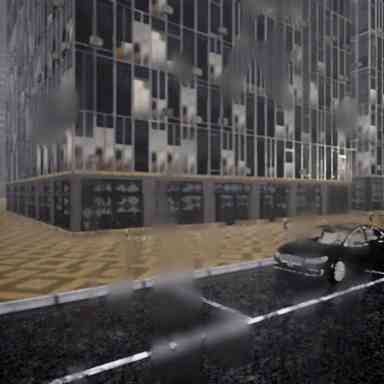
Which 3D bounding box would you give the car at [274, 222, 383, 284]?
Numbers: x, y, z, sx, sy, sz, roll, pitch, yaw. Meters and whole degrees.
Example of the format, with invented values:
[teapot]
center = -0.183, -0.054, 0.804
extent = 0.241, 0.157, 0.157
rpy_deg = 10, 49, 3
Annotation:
[car]
center = 4.241, 1.593, 9.604
extent = 4.403, 1.369, 2.008
rpy_deg = 0, 0, -36
